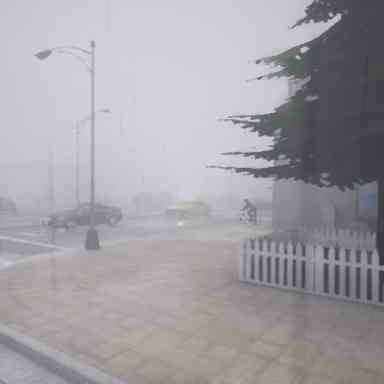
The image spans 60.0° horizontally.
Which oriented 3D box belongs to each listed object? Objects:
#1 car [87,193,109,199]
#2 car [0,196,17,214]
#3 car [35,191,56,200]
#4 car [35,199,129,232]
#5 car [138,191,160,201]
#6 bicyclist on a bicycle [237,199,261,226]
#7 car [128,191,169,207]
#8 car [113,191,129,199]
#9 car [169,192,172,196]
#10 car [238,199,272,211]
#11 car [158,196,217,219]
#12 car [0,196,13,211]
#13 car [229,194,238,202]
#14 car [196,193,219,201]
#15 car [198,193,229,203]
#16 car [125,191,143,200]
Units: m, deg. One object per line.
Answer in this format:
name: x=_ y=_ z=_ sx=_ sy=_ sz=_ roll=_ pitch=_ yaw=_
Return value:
car: x=-16.919 y=1.013 z=59.667 sx=4.514 sy=1.523 sz=2.007 roll=0 pitch=0 yaw=36
car: x=-16.767 y=1.195 z=28.672 sx=3.633 sy=1.501 sz=1.845 roll=0 pitch=0 yaw=36
car: x=-22.836 y=1.033 z=51.614 sx=3.633 sy=1.501 sz=1.845 roll=0 pitch=0 yaw=36
car: x=-6.307 y=1.379 z=19.629 sx=2.128 sy=1.511 sz=4.902 roll=0 pitch=0 yaw=36
car: x=-9.010 y=0.818 z=69.317 sx=4.605 sy=1.855 sz=1.932 roll=0 pitch=0 yaw=36
bicyclist on a bicycle: x=3.443 y=1.234 z=20.293 sx=1.656 sy=1.620 sz=0.582 roll=0 pitch=0 yaw=36
car: x=-5.715 y=0.921 z=43.612 sx=4.605 sy=1.855 sz=1.932 roll=0 pitch=0 yaw=36
car: x=-15.888 y=1.031 z=74.279 sx=3.806 sy=1.475 sz=1.970 roll=0 pitch=0 yaw=36
car: x=-4.338 y=0.899 z=46.204 sx=3.866 sy=1.878 sz=1.905 roll=0 pitch=0 yaw=36
car: x=7.618 y=1.490 z=38.714 sx=1.895 sy=1.301 sz=4.718 roll=0 pitch=0 yaw=36
car: x=-0.285 y=1.366 z=27.888 sx=1.882 sy=1.535 sz=5.008 roll=0 pitch=0 yaw=36
car: x=-21.011 y=1.162 z=35.449 sx=3.806 sy=1.475 sz=1.970 roll=0 pitch=0 yaw=36
car: x=6.710 y=1.054 z=61.925 sx=3.806 sy=1.475 sz=1.970 roll=0 pitch=0 yaw=36
car: x=3.167 y=1.078 z=69.036 sx=4.514 sy=1.523 sz=2.007 roll=0 pitch=0 yaw=36
car: x=3.194 y=0.977 z=56.547 sx=5.027 sy=1.636 sz=2.152 roll=0 pitch=0 yaw=36
car: x=-13.436 y=0.751 z=76.605 sx=3.866 sy=1.878 sz=1.905 roll=0 pitch=0 yaw=36
